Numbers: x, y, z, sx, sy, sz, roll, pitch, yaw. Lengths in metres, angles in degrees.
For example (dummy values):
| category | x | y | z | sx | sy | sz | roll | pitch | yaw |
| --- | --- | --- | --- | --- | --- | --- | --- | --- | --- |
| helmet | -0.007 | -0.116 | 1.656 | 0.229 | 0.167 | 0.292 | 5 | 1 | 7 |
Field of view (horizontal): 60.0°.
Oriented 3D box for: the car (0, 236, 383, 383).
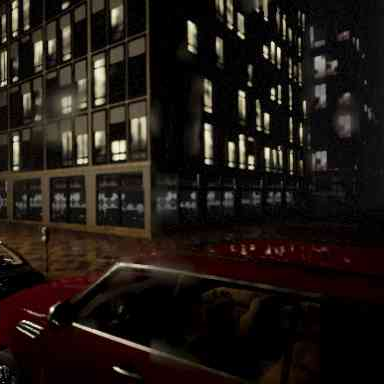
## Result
| category | x | y | z | sx | sy | sz | roll | pitch | yaw |
| --- | --- | --- | --- | --- | --- | --- | --- | --- | --- |
| car | 0.253 | 1.308 | 2.717 | 5.009 | 1.841 | 2.192 | 0 | -1 | 36 |
